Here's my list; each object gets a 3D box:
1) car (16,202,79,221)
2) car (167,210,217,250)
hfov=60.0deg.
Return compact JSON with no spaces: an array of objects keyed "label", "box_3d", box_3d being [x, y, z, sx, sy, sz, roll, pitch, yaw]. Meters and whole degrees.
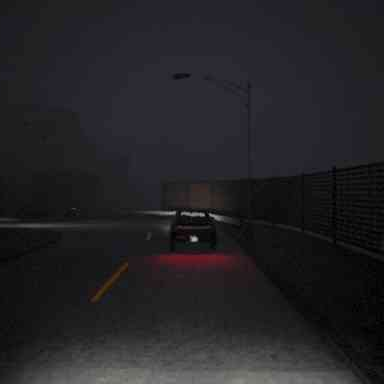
[{"label":"car","box_3d":[-11.662,1.544,26.907,4.902,1.511,2.128,0,0,4]},{"label":"car","box_3d":[-0.031,1.520,14.559,2.128,1.511,4.902,0,0,-3]}]
